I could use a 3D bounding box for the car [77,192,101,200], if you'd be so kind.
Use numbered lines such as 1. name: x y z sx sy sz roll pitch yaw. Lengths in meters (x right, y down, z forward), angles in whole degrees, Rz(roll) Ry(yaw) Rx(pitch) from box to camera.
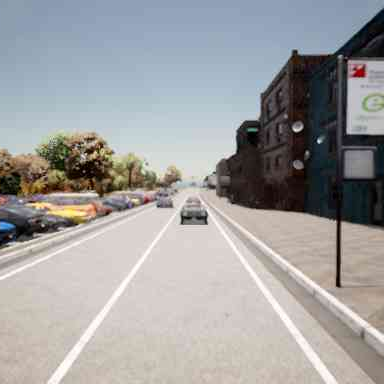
1. car: -22.115 0.879 71.436 4.553 1.767 2.185 0 0 0

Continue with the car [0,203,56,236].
1. car: -9.472 1.429 15.672 5.008 1.535 2.097 0 0 0

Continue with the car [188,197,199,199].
1. car: 0.208 1.292 41.447 1.994 1.385 4.181 0 1 0

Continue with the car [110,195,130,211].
1. car: -9.336 1.336 35.155 4.674 1.452 2.002 0 0 0

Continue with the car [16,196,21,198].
1. car: -22.399 1.276 38.019 4.892 1.521 2.231 0 0 0

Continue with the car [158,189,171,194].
1. car: -9.115 0.651 94.527 4.792 1.488 2.163 0 1 1

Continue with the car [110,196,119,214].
1. car: -9.346 1.366 29.589 4.792 1.488 2.163 0 0 0

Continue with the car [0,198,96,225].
1. car: -9.251 1.390 21.237 5.366 1.575 1.946 0 0 0

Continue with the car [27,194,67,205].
1. car: -22.476 1.162 51.820 5.366 1.575 1.946 0 0 0

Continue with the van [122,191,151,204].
1. van: -9.074 0.918 54.510 4.442 1.987 1.878 0 0 0

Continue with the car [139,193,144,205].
1. car: -9.458 1.229 43.506 5.366 1.575 1.946 0 0 0

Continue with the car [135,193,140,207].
1. car: -9.299 1.255 40.722 4.892 1.521 2.231 0 0 0

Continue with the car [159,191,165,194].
1. car: -8.901 1.026 68.551 5.366 1.575 1.946 0 0 0

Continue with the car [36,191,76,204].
1. car: -22.299 0.891 54.601 5.566 2.045 2.435 0 0 0

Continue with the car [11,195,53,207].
1. car: -22.301 1.238 46.373 4.792 1.488 2.163 0 0 0

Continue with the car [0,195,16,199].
1. car: -22.385 1.043 35.233 5.566 2.045 2.435 0 0 0

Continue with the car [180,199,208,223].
1. car: 0.145 1.457 24.092 1.895 1.301 4.718 0 0 0

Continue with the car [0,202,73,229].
1. car: -9.460 1.452 18.456 4.674 1.452 2.002 0 0 0

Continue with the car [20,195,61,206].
1. car: -22.316 1.187 49.159 5.008 1.535 2.097 0 0 0

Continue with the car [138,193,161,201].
1. car: -9.083 1.048 71.194 4.674 1.452 2.002 -1 0 1

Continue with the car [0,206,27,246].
1. car: -9.504 1.446 12.889 5.008 1.535 2.097 0 0 0

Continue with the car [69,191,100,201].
1. car: -22.195 0.776 68.650 5.566 2.045 2.435 0 0 0

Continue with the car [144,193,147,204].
1. car: -9.245 1.212 46.287 4.892 1.521 2.231 0 0 0

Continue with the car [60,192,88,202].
1. car: -22.240 0.948 62.956 4.553 1.767 2.185 0 0 0

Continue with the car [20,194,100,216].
1. car: -9.385 1.249 24.021 4.553 1.767 2.185 0 0 0

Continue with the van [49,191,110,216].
1. van: -9.279 1.131 26.740 4.442 1.987 1.878 0 0 0

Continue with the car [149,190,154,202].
1. car: -9.182 0.914 51.852 5.566 2.045 2.435 0 0 0

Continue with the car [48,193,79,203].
1. car: -22.217 0.993 57.511 4.553 1.767 2.185 0 0 0

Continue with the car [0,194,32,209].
1. car: -22.404 1.127 40.804 4.553 1.767 2.185 0 0 0

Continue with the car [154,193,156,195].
1. car: -9.163 1.121 57.420 4.892 1.521 2.231 0 0 0

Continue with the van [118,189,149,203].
1. van: -9.114 0.962 49.068 4.442 1.987 1.878 0 0 0

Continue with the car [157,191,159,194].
1. car: -9.131 1.115 62.986 4.674 1.452 2.002 0 0 0

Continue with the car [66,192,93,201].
1. car: -22.219 0.926 65.741 4.553 1.767 2.185 0 0 0

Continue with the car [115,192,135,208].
1. car: -9.282 1.150 37.936 4.553 1.767 2.185 0 0 0

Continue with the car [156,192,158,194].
1. car: -9.120 1.127 60.203 4.792 1.488 2.163 0 0 0

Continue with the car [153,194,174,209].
1. car: -3.235 1.296 40.870 1.994 1.385 4.181 0 0 0

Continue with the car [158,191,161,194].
1. car: -9.137 1.082 65.770 4.792 1.488 2.163 0 0 0
